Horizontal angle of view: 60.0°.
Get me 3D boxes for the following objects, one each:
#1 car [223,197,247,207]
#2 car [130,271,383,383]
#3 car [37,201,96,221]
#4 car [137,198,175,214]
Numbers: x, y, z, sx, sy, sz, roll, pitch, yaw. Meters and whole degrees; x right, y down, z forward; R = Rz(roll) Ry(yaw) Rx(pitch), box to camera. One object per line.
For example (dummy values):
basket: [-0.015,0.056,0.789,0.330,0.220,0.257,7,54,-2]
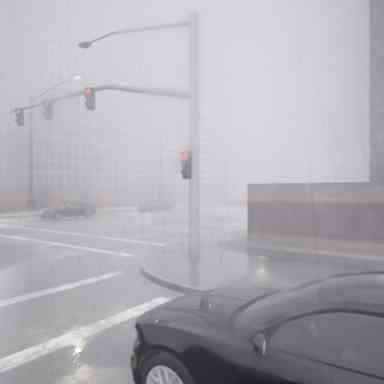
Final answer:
car: [6.513,1.472,50.515,1.882,1.535,5.008,0,0,36]
car: [1.610,1.478,2.857,5.008,1.535,1.882,0,0,37]
car: [-10.250,1.486,27.511,2.128,1.511,4.902,0,0,34]
car: [-3.888,1.497,36.263,1.837,1.490,4.892,0,1,36]
